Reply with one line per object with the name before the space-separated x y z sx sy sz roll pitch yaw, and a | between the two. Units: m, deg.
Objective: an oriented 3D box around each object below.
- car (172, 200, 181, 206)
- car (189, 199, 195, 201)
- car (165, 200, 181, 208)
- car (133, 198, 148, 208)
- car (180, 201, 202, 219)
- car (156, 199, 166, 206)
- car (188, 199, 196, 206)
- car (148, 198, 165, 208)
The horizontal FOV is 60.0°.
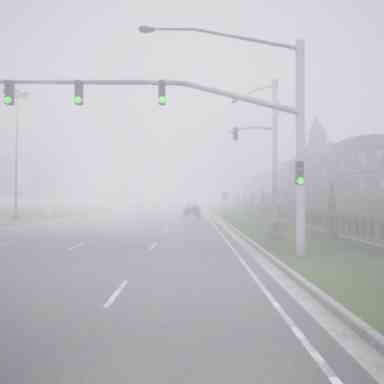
car | -3.516 2.435 76.020 1.895 1.301 4.718 0 -1 0
car | -0.014 2.417 65.570 2.033 1.411 5.357 0 -1 0
car | -3.514 2.361 65.570 2.128 1.511 4.902 0 -1 0
car | -10.514 2.438 65.951 1.994 1.385 4.181 0 -1 0
car | -0.008 1.968 34.960 1.837 1.490 4.892 0 -1 0
car | -7.016 2.392 75.989 1.994 1.385 4.181 0 -1 0
car | -0.016 2.364 75.991 1.812 1.442 4.674 0 -1 0
car | -7.014 2.347 65.569 1.882 1.535 5.008 0 -1 0
